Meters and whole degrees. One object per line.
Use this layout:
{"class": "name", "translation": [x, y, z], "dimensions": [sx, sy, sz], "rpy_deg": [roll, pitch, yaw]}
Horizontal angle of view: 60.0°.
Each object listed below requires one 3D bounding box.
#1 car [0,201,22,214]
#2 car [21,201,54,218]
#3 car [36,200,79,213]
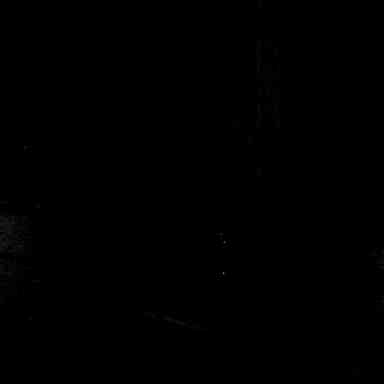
{"class": "car", "translation": [-18.141, 1.551, 32.635], "dimensions": [1.947, 1.339, 4.313], "rpy_deg": [0, 0, 35]}
{"class": "car", "translation": [-11.606, 1.525, 27.978], "dimensions": [1.802, 1.307, 4.206], "rpy_deg": [0, 0, 35]}
{"class": "car", "translation": [-14.938, 1.564, 37.129], "dimensions": [1.802, 1.307, 4.206], "rpy_deg": [0, 0, 35]}
